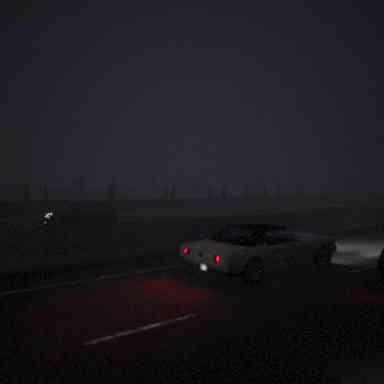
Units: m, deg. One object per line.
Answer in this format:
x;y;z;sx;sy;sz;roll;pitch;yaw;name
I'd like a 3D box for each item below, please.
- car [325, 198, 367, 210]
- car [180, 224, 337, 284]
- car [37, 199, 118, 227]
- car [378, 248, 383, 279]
14.697;1.348;31.652;5.008;1.535;1.882;0;0;-35;car
2.091;1.570;9.537;4.718;1.301;1.895;0;0;-35;car
-7.017;1.326;20.480;4.553;1.767;2.097;0;0;-35;car
6.555;1.520;8.419;4.181;1.385;1.994;0;0;-36;car
